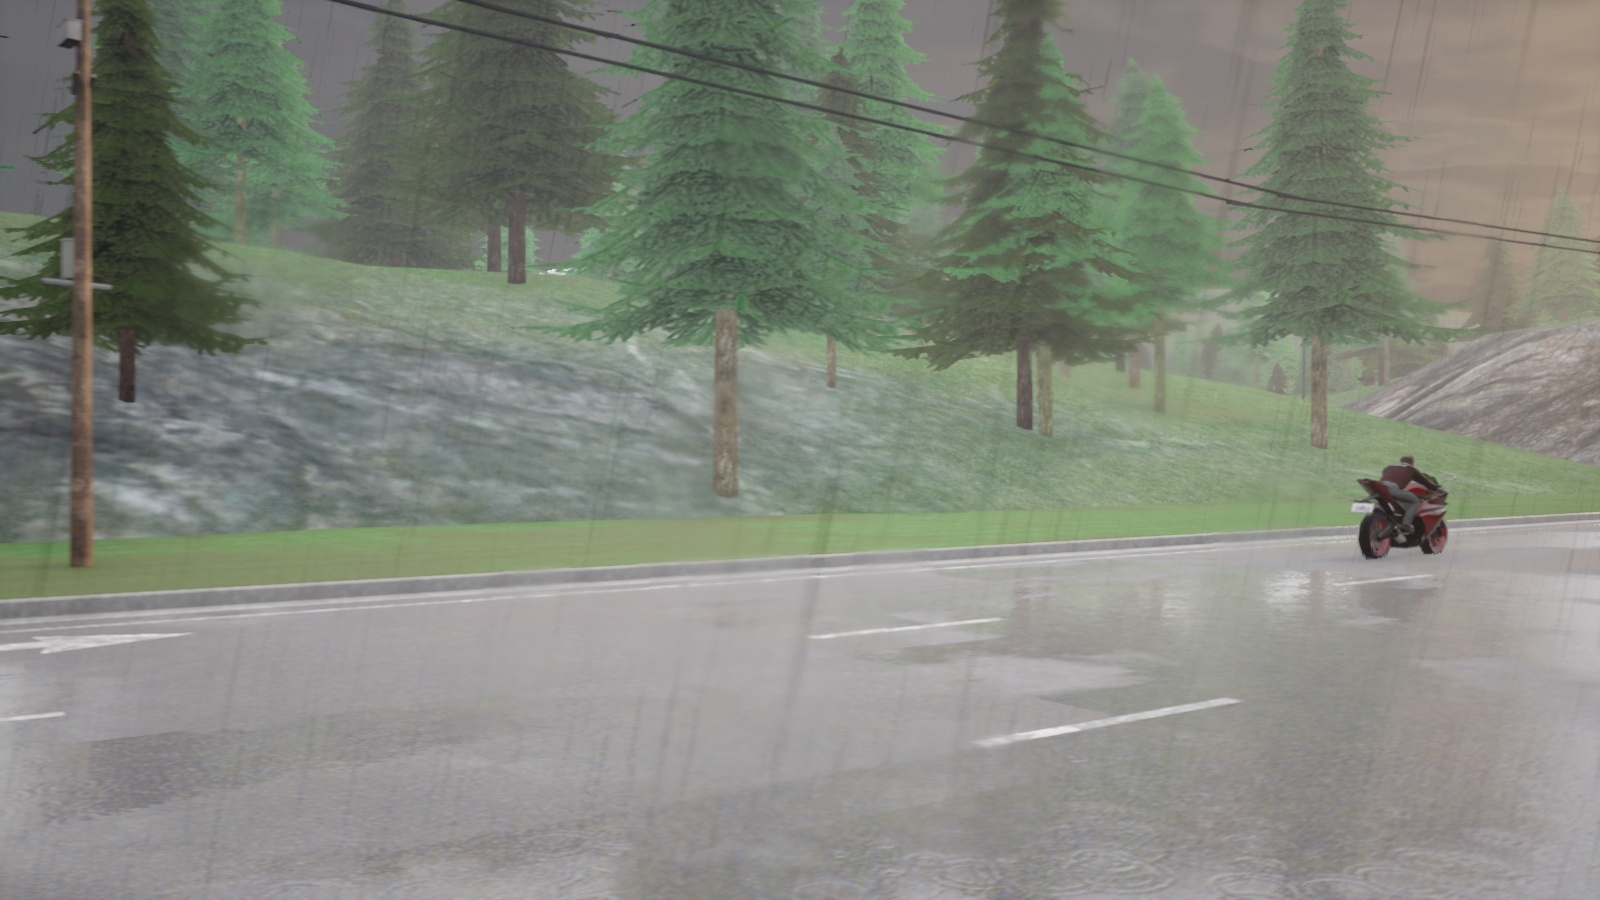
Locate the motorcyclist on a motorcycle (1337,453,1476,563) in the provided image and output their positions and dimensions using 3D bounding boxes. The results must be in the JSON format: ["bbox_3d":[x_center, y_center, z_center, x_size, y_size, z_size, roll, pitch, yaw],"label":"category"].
[{"bbox_3d":[8.890,0.806,18.375,2.191,1.530,0.866,0,0,-35],"label":"motorcyclist on a motorcycle"}]
